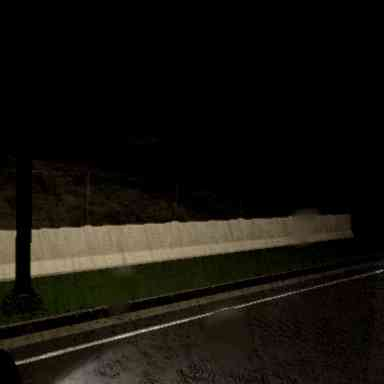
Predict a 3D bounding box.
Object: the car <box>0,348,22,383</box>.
[{"bbox_3d":[-3.017,1.546,1.592,4.181,1.385,1.994,1,0,-35],"label":"car"}]
